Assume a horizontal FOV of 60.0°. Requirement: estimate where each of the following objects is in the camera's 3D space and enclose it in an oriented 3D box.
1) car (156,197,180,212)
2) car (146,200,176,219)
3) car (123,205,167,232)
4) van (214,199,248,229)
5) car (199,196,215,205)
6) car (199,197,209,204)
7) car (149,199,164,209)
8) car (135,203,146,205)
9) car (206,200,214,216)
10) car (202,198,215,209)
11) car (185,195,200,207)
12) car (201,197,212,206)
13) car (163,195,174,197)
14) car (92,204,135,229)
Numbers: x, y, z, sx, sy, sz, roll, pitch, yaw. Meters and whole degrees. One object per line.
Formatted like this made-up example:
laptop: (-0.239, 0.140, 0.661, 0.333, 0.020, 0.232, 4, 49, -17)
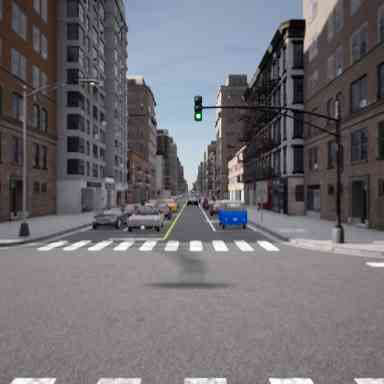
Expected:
car: (-2.827, 1.656, 39.755, 1.882, 1.535, 5.008, 0, 0, 0)
car: (-2.834, 1.700, 30.109, 1.994, 1.385, 4.181, 0, 0, 0)
car: (-2.812, 1.696, 20.964, 1.895, 1.301, 4.718, 0, 0, -1)
van: (2.646, 1.442, 22.263, 1.690, 1.788, 3.998, 0, 0, 0)
car: (2.657, 1.537, 50.670, 2.192, 1.841, 5.009, 0, 0, 0)
car: (2.666, 1.860, 73.393, 2.008, 1.369, 4.403, 0, 0, 0)
car: (-5.368, 1.788, 50.666, 1.947, 1.339, 4.313, 0, 0, 0)
car: (-5.377, 1.671, 27.938, 1.887, 1.381, 4.507, 0, 0, 0)
car: (2.650, 1.734, 33.624, 1.802, 1.307, 4.206, 0, 0, 0)
car: (2.655, 1.782, 44.987, 1.802, 1.307, 4.206, 0, 0, 0)
car: (0.132, 1.723, 56.684, 1.882, 1.535, 5.008, 0, 0, 0)
car: (2.662, 1.705, 62.031, 1.967, 1.590, 4.097, 0, 0, 0)
car: (-5.361, 1.602, 67.712, 2.192, 1.841, 5.009, 0, 0, 0)
car: (-5.379, 1.652, 22.257, 2.008, 1.369, 4.403, 0, 0, 0)
